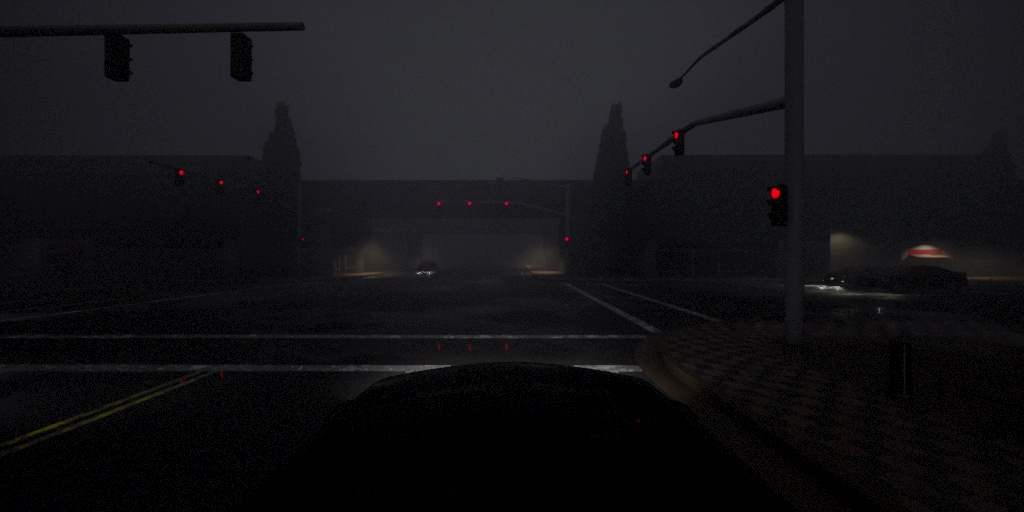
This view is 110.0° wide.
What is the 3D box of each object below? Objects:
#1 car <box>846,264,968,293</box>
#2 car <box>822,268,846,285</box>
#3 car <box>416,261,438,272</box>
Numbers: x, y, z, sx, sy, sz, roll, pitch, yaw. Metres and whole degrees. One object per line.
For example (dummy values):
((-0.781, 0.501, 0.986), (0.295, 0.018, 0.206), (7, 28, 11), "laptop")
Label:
((22.292, 1.226, 20.135), (5.008, 1.535, 1.882), (0, 0, 0), "car")
((23.111, 1.311, 23.632), (4.181, 1.385, 1.994), (0, 0, 0), "car")
((-11.088, 1.317, 47.290), (2.033, 1.411, 5.357), (0, 0, 0), "car")
